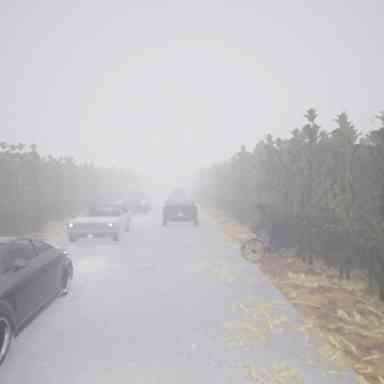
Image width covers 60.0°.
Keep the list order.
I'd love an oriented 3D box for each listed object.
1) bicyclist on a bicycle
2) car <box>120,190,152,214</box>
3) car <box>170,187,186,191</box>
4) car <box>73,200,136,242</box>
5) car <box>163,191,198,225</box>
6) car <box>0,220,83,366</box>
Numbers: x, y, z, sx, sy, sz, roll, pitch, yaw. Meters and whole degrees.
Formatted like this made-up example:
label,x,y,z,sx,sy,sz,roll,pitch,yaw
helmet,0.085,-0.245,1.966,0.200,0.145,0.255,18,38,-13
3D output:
label,x,y,z,sx,sy,sz,roll,pitch,yaw
bicyclist on a bicycle,2.163,1.133,9.311,1.656,1.620,0.582,-6,2,-2
car,-4.245,0.660,25.105,2.097,1.767,4.553,0,2,-2
car,-1.758,0.069,43.084,1.837,1.490,4.892,0,2,-2
car,-3.779,1.233,14.271,1.895,1.301,4.718,0,2,-2
car,-0.701,0.949,19.465,1.882,1.535,5.008,0,2,-3
car,-3.382,1.436,5.224,1.994,1.385,4.181,0,2,-3
